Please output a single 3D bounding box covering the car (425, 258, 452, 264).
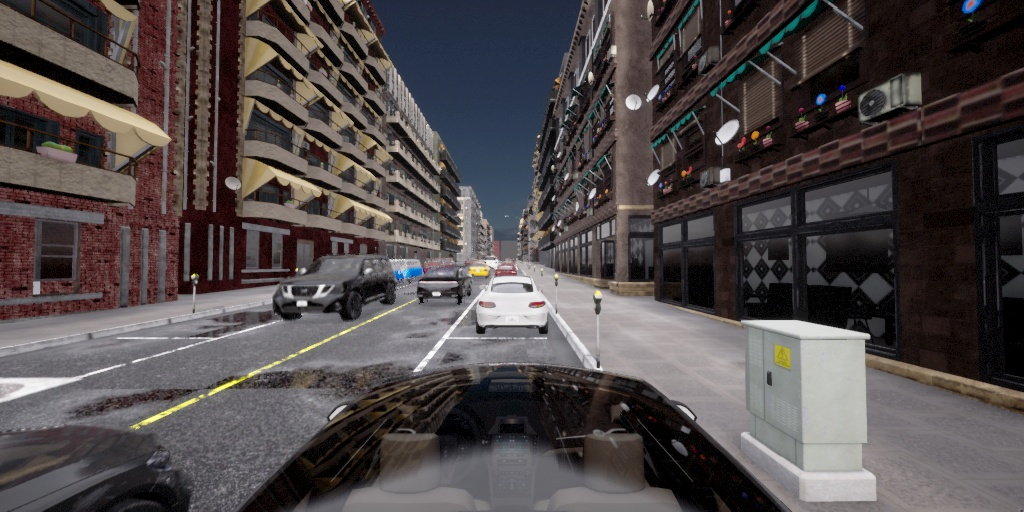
[{"bbox_3d":[-8.336,1.115,39.194,2.192,1.841,5.009,0,0,0],"label":"car"}]

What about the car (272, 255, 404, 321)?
[{"bbox_3d":[-5.871,0.978,12.783,2.150,2.045,5.566,0,0,0],"label":"car"}]

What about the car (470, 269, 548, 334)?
[{"bbox_3d":[0.003,1.281,10.503,1.812,1.442,4.674,0,0,0],"label":"car"}]

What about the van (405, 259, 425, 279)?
[{"bbox_3d":[-8.336,1.118,28.134,1.690,1.789,3.998,0,0,0],"label":"van"}]

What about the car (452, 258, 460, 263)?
[{"bbox_3d":[-8.337,1.128,44.724,2.192,1.841,5.009,0,0,0],"label":"car"}]

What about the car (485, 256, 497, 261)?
[{"bbox_3d":[-2.933,1.052,51.146,2.150,2.045,5.566,0,0,0],"label":"car"}]

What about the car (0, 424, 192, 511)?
[{"bbox_3d":[-2.929,1.275,0.277,1.812,1.442,4.674,0,0,0],"label":"car"}]

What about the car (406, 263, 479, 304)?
[{"bbox_3d":[-2.920,1.252,16.309,2.128,1.511,4.902,0,0,0],"label":"car"}]

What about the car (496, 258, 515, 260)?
[{"bbox_3d":[-0.446,1.240,39.134,1.967,1.591,4.097,0,0,0],"label":"car"}]

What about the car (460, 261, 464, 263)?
[{"bbox_3d":[-8.337,1.410,55.786,1.948,1.339,4.313,0,0,0],"label":"car"}]

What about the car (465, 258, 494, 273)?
[{"bbox_3d":[-3.022,1.245,34.034,1.801,1.575,5.366,0,0,0],"label":"car"}]

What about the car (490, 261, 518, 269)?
[{"bbox_3d":[-0.453,1.322,28.072,1.888,1.381,4.507,0,0,0],"label":"car"}]
